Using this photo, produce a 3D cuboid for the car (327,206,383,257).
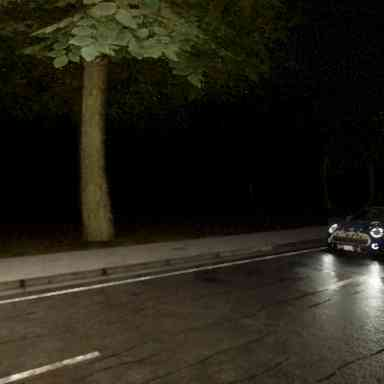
[{"bbox_3d":[7.264,1.356,12.884,4.553,1.767,2.097,0,0,-36],"label":"car"}]
